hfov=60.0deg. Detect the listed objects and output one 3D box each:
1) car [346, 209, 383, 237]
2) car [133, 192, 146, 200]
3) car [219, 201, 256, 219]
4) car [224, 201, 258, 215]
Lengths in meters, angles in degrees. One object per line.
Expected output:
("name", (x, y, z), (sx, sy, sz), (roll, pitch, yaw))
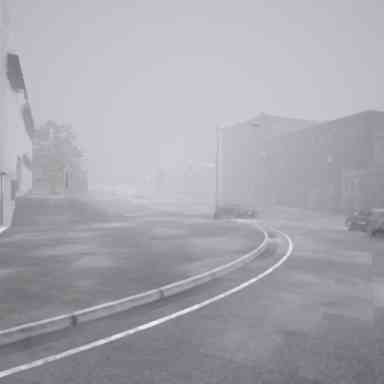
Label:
("car", (10.240, 1.633, 18.587), (1.994, 1.385, 4.181), (0, 0, 5))
("car", (-10.887, 0.730, 69.320), (1.882, 1.535, 5.008), (1, 3, -22))
("car", (4.124, 1.624, 30.925), (1.837, 1.490, 4.892), (1, -1, -20))
("car", (5.461, 1.760, 37.654), (1.994, 1.385, 4.181), (1, -1, -21))
